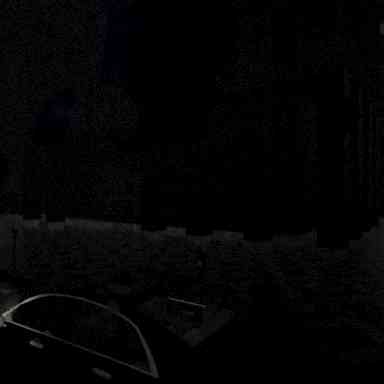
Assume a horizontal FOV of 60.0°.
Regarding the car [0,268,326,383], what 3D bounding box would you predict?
[{"bbox_3d":[-0.915,1.550,3.613,4.403,1.369,2.008,0,0,36],"label":"car"}]
